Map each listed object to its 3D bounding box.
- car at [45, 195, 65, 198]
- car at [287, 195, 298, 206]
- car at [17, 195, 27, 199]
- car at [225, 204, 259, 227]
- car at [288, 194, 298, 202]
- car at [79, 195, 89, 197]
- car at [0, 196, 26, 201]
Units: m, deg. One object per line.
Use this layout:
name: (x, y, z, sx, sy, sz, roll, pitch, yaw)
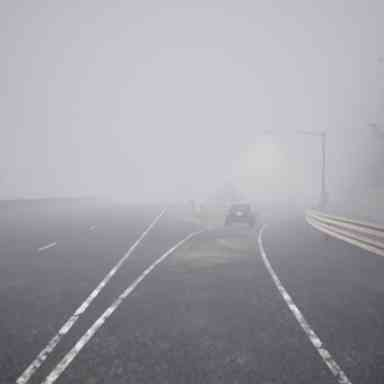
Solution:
car: (-23.304, 1.371, 58.297, 1.882, 1.535, 5.008, 0, 0, -2)
car: (20.249, 1.940, 67.204, 2.128, 1.511, 4.902, 0, 3, 18)
car: (-30.264, 1.356, 57.196, 2.128, 1.511, 4.902, 0, 0, -2)
car: (4.019, 1.687, 26.008, 2.097, 1.767, 4.553, 1, -1, 17)
car: (23.383, 1.357, 76.771, 2.128, 1.511, 4.902, 0, 4, 17)
car: (-23.861, 1.321, 73.804, 1.882, 1.535, 5.008, 0, 0, -2)
car: (-22.709, 1.486, 40.652, 1.895, 1.301, 4.718, 0, 0, -2)
